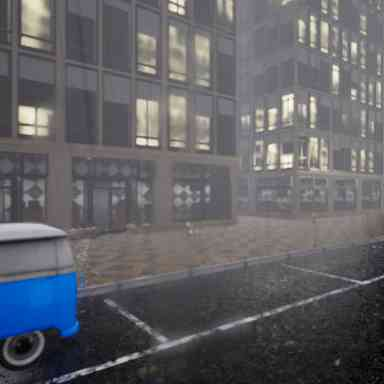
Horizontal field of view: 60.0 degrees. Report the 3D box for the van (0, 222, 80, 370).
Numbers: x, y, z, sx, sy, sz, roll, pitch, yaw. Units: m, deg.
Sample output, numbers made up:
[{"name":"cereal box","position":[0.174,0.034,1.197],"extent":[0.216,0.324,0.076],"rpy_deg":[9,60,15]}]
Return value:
[{"name":"van","position":[-3.470,1.344,4.078],"extent":[3.998,1.788,1.690],"rpy_deg":[0,0,-36]}]
